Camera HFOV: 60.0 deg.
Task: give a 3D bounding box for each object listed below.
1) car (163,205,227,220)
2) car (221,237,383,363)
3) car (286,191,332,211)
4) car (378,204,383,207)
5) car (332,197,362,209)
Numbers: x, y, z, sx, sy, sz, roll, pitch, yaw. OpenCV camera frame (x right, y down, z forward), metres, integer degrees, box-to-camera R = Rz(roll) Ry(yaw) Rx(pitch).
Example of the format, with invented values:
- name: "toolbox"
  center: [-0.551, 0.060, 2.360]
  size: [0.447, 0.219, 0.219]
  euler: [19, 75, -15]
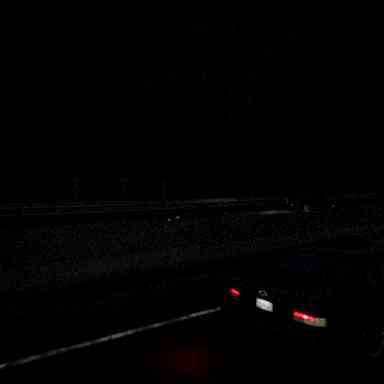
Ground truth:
- name: "car"
  center: [0.251, 1.504, 21.263]
  size: [4.181, 1.385, 1.994]
  euler: [-1, 0, -35]
- name: "car"
  center: [3.011, 1.532, 5.865]
  size: [5.357, 1.411, 2.033]
  euler: [0, 0, -35]
- name: "car"
  center: [13.029, 0.974, 37.642]
  size: [5.566, 2.045, 2.150]
  euler: [-1, 1, -37]
- name: "car"
  center: [18.094, 1.320, 29.260]
  size: [4.181, 1.385, 1.994]
  euler: [-1, 0, -34]
- name: "car"
  center: [16.826, 1.280, 36.743]
  size: [4.181, 1.385, 1.994]
  euler: [-1, 1, -34]
